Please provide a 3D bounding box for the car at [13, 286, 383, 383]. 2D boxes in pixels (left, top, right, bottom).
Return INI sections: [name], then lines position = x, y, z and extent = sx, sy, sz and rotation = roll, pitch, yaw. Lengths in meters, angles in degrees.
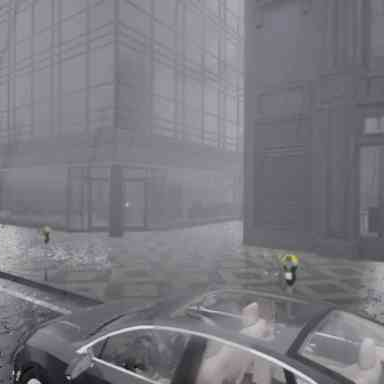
[car]
position = 0.189, 1.544, 2.826
extent = 4.403, 1.369, 2.008
rotation = 0, 0, 36
